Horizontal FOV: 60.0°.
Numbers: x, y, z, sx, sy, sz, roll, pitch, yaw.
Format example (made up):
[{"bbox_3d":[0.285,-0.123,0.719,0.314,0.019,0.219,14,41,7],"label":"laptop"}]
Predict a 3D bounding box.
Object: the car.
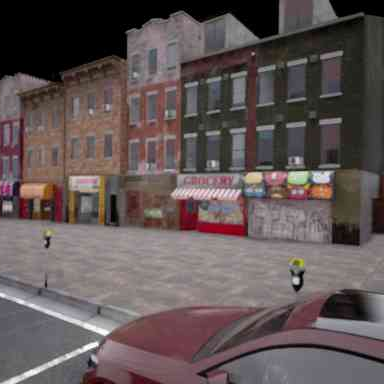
[{"bbox_3d":[1.131,1.527,2.476,4.674,1.442,1.812,0,0,36],"label":"car"}]
